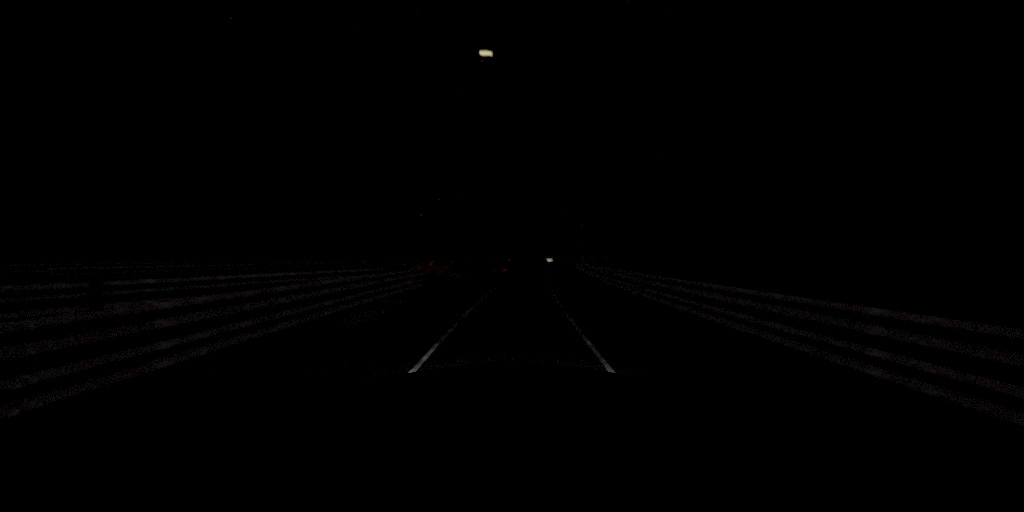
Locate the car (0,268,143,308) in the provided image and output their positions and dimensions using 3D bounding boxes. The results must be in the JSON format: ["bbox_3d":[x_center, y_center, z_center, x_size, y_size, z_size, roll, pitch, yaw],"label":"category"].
[{"bbox_3d":[-13.792,1.074,10.164,2.128,1.511,4.902,0,0,16],"label":"car"}]

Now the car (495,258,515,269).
[{"bbox_3d":[-1.016,1.080,54.910,2.097,1.767,4.553,0,0,16],"label":"car"}]

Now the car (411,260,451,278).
[{"bbox_3d":[-7.324,1.143,32.820,1.882,1.535,5.008,0,0,16],"label":"car"}]
